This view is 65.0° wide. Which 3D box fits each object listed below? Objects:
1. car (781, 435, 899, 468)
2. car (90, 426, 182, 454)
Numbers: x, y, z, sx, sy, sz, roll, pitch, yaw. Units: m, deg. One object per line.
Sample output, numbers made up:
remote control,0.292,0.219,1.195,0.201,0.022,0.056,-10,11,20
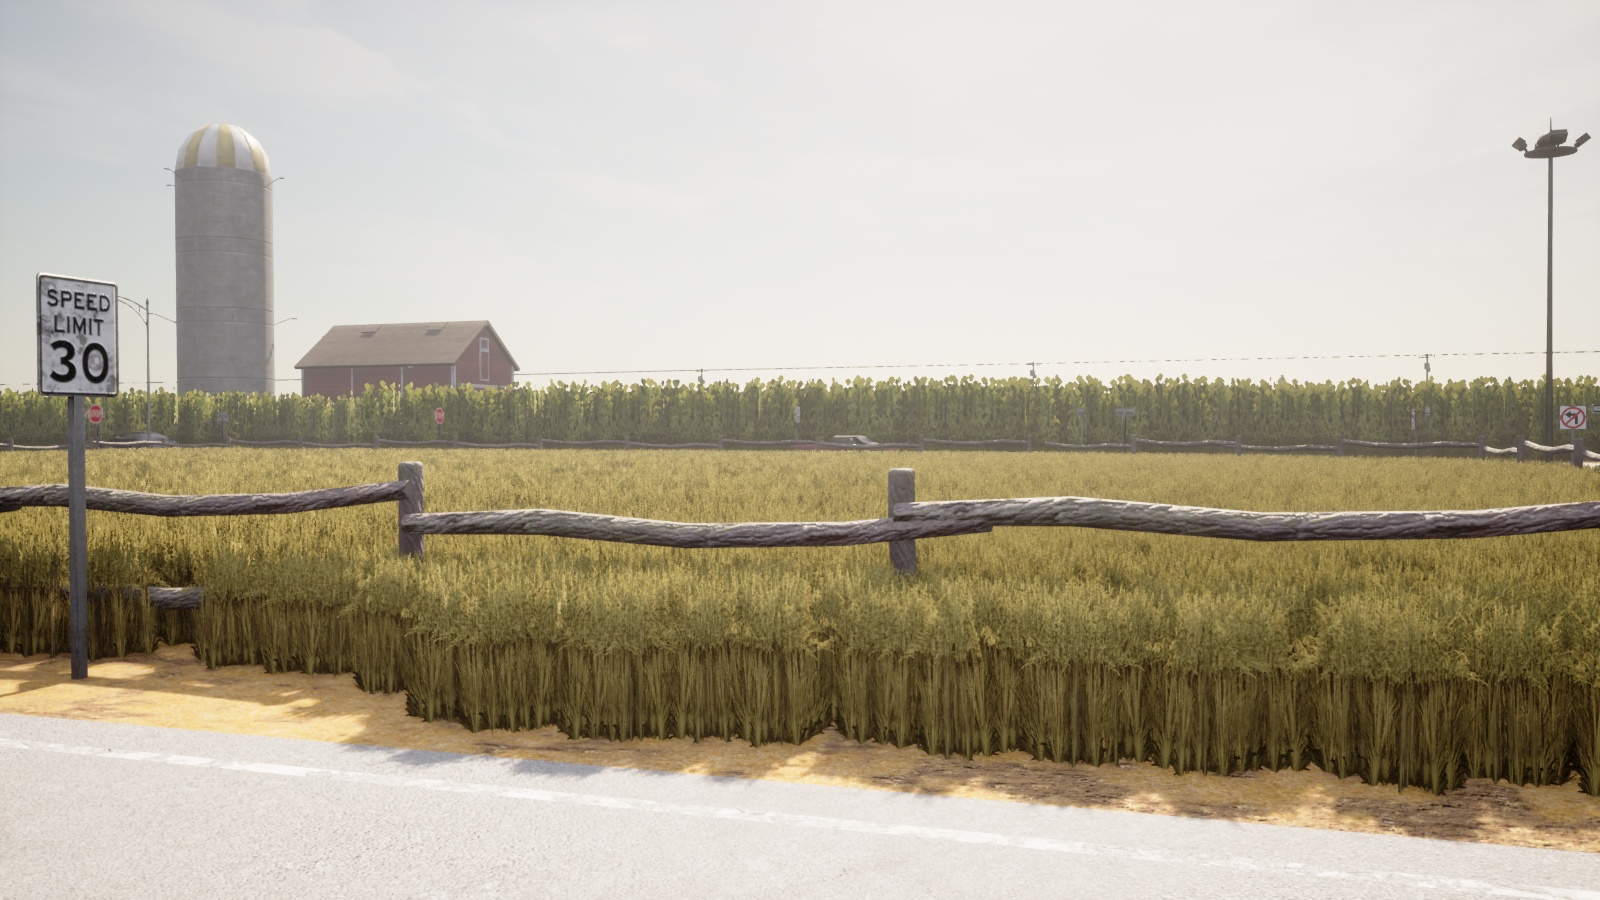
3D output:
car,1.740,0.041,54.221,4.718,1.301,1.895,1,1,19
car,-35.243,-0.557,66.679,4.181,1.385,1.994,1,2,19
